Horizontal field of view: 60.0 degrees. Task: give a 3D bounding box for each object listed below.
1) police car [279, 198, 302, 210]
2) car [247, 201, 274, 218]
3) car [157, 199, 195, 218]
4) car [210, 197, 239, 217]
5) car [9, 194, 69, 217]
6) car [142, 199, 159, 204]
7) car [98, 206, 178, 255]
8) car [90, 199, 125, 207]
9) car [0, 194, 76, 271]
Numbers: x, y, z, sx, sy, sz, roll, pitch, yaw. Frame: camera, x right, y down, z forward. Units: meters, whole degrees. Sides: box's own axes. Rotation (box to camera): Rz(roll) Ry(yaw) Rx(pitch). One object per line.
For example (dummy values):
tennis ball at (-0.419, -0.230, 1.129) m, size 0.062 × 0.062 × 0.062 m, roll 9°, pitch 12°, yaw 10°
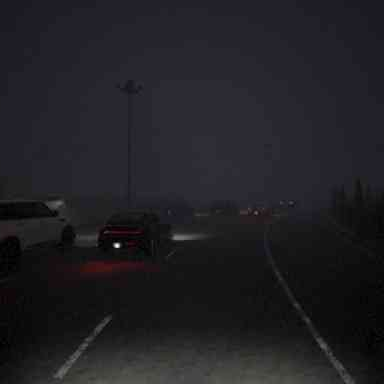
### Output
police car at (13.110, 1.563, 43.986) m, size 2.038 × 1.542 × 4.974 m, roll 0°, pitch 0°, yaw 33°
car at (6.320, 1.560, 30.480) m, size 1.812 × 1.442 × 4.674 m, roll 0°, pitch 0°, yaw 22°
car at (-1.185, 1.562, 30.425) m, size 1.812 × 1.442 × 4.674 m, roll 0°, pitch 0°, yaw 19°
car at (3.220, 1.531, 32.099) m, size 2.128 × 1.511 × 4.902 m, roll 0°, pitch 0°, yaw 22°
car at (-15.175, 1.263, 33.446) m, size 2.150 × 2.045 × 5.566 m, roll 0°, pitch 0°, yaw 19°
car at (-4.557, 1.560, 40.950) m, size 2.128 × 1.511 × 4.902 m, roll 0°, pitch 0°, yaw 26°
car at (-2.087, 1.512, 13.376) m, size 1.837 × 1.490 × 4.892 m, roll 0°, pitch 0°, yaw 9°
car at (-9.634, 1.537, 38.114) m, size 1.882 × 1.535 × 5.008 m, roll 0°, pitch 0°, yaw 23°
car at (-6.005, 1.217, 11.097) m, size 2.150 × 2.045 × 5.566 m, roll 0°, pitch 0°, yaw 7°
